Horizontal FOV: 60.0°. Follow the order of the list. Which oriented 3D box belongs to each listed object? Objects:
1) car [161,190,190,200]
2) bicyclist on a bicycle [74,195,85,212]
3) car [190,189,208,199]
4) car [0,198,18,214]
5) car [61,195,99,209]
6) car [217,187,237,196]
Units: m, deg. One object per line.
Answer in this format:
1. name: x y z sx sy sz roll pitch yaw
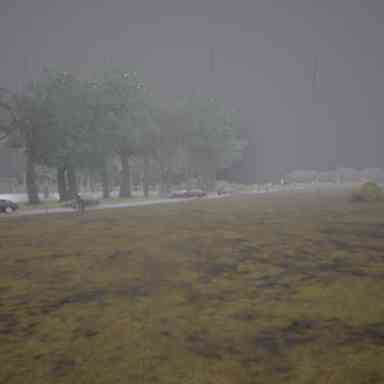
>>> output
1. car: -2.891 0.471 53.099 1.812 1.442 4.674 -2 1 36
2. bicyclist on a bicycle: -10.766 1.061 31.705 1.656 1.620 0.582 -1 1 35
3. car: 0.671 0.279 53.184 1.882 1.535 5.008 -2 1 36
4. car: -18.775 1.350 30.756 1.837 1.490 4.892 -2 0 35
5. car: -13.012 1.110 38.882 1.812 1.442 4.674 -2 1 35
6. car: 6.452 -0.085 61.421 1.837 1.490 4.892 -2 1 35
